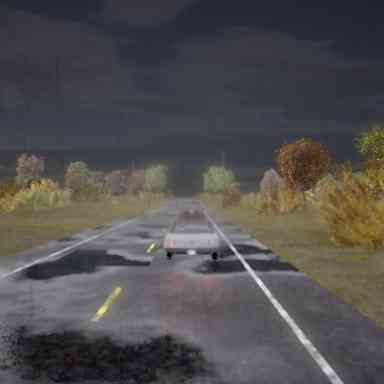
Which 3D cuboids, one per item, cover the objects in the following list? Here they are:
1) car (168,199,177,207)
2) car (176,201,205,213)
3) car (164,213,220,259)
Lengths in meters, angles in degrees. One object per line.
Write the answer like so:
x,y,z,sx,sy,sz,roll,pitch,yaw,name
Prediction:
-3.568,2.201,64.589,2.128,1.511,4.902,0,-1,0,car
0.005,1.653,28.432,2.097,1.767,4.553,0,-1,0,car
0.008,1.741,13.262,1.895,1.301,4.718,0,-1,0,car
